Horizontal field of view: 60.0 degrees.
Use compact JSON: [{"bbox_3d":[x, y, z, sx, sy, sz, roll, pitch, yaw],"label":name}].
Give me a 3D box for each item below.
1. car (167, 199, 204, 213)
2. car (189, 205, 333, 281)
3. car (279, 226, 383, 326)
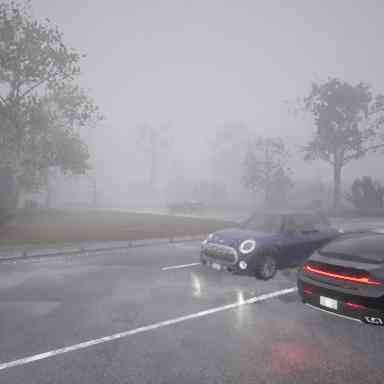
[{"bbox_3d":[-0.774,1.501,36.740,1.882,1.535,5.008,0,0,-43],"label":"car"},{"bbox_3d":[2.463,1.352,10.020,4.553,1.767,2.097,0,0,-35],"label":"car"},{"bbox_3d":[4.144,1.505,6.671,4.892,1.490,1.837,0,0,-35],"label":"car"}]
